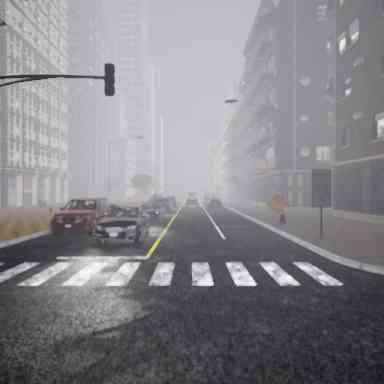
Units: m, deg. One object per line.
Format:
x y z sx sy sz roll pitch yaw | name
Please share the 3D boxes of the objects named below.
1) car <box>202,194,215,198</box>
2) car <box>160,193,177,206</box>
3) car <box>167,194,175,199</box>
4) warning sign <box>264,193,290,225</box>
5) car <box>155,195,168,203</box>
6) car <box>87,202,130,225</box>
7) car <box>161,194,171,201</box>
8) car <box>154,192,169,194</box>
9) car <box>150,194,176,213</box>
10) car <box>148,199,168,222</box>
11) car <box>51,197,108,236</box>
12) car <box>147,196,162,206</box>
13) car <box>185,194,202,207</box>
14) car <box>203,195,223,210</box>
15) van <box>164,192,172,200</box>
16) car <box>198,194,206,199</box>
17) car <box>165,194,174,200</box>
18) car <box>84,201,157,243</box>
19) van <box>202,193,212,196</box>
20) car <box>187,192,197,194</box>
2.694 1.306 45.581 1.752 1.417 4.829 0 0 0 | car
-3.021 1.259 45.418 1.882 1.535 5.008 0 0 0 | car
-5.683 1.178 89.595 1.947 1.339 4.313 0 0 0 | car
5.071 1.016 19.920 1.300 1.860 1.060 0 0 0 | warning sign
-5.686 1.265 61.981 2.008 1.369 4.403 0 0 0 | car
-5.690 1.450 23.321 1.947 1.339 4.313 0 0 0 | car
-5.685 1.223 73.026 2.008 1.369 4.403 0 0 0 | car
-5.687 1.051 56.456 2.192 1.841 5.009 0 0 0 | car
-3.081 1.306 34.931 1.882 1.535 5.008 0 0 1 | car
-3.096 1.478 24.846 1.895 1.301 4.718 0 0 0 | car
-5.691 1.226 17.797 2.192 1.841 5.009 0 0 0 | car
-5.687 1.324 50.936 1.947 1.339 4.313 0 0 0 | car
0.004 1.322 47.119 2.033 1.411 5.357 0 0 0 | car
2.693 1.372 39.888 1.947 1.339 4.313 0 0 0 | car
-5.684 0.993 78.548 1.690 1.788 3.998 0 0 0 | van
2.698 1.163 89.594 2.008 1.369 4.403 0 0 0 | car
-5.683 1.176 84.072 1.887 1.381 4.507 0 0 0 | car
-3.097 1.413 15.610 2.128 1.511 4.902 0 0 0 | car
2.694 1.099 50.933 1.690 1.788 3.998 0 0 0 | van
0.006 0.953 57.570 2.150 2.045 5.566 0 0 0 | car
